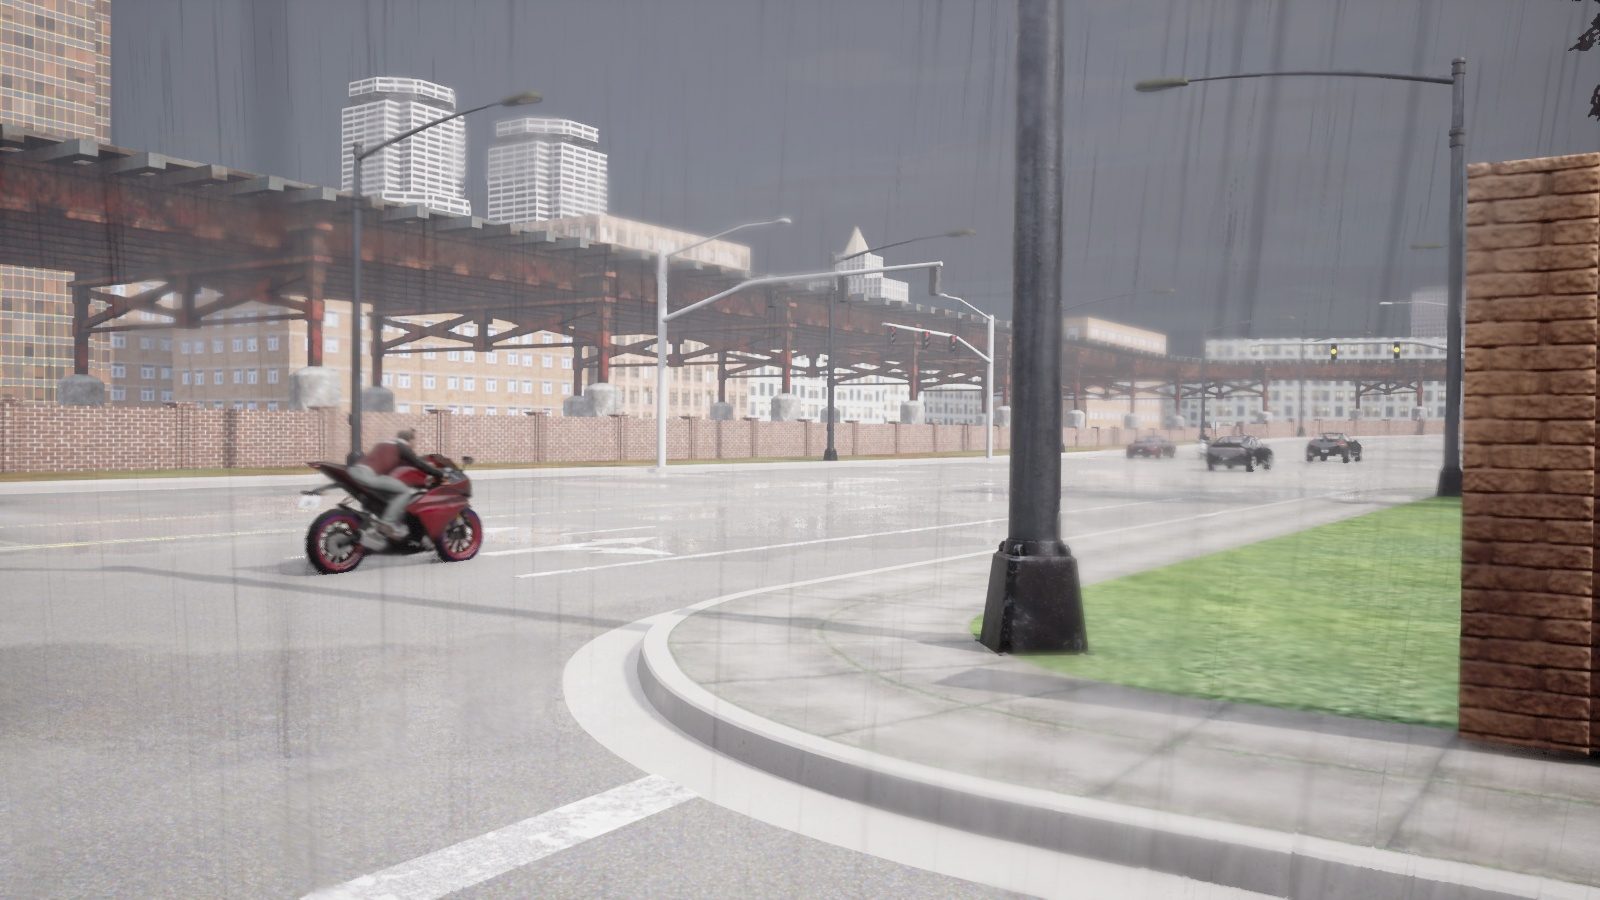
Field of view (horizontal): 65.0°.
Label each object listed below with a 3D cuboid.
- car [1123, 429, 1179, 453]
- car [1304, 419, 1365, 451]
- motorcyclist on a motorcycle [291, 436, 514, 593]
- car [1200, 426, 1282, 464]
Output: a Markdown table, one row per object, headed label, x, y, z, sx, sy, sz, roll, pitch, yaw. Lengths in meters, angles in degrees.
| label | x | y | z | sx | sy | sz | roll | pitch | yaw |
| --- | --- | --- | --- | --- | --- | --- | --- | --- | --- |
| car | 21.207 | -0.561 | 75.772 | 1.994 | 1.385 | 4.181 | 0 | 2 | 35 |
| car | 29.568 | -0.833 | 69.399 | 2.152 | 1.651 | 5.027 | 0 | 2 | 34 |
| motorcyclist on a motorcycle | -4.218 | 0.620 | 13.500 | 0.866 | 1.530 | 2.191 | 0 | 1 | 35 |
| car | 18.865 | -0.235 | 53.616 | 2.128 | 1.511 | 4.902 | 0 | 1 | 34 |
